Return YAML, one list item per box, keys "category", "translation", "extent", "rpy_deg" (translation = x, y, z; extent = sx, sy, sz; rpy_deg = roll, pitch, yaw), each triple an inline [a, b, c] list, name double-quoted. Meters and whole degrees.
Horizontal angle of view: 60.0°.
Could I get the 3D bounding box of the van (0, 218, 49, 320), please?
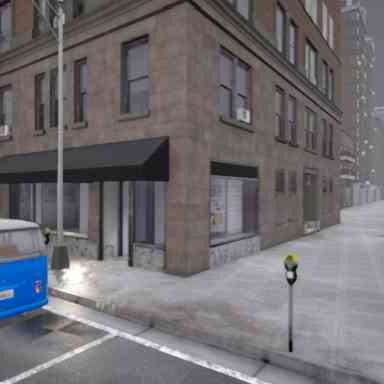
- category: "van"
  translation: [-4.372, 1.336, 6.142]
  extent: [3.998, 1.788, 1.690]
  rpy_deg: [0, 0, 35]
